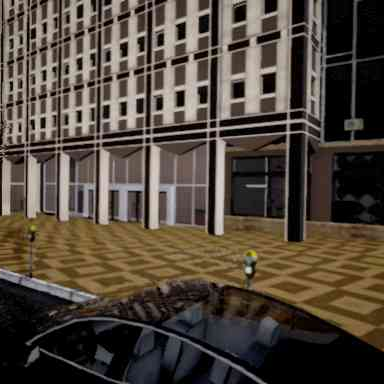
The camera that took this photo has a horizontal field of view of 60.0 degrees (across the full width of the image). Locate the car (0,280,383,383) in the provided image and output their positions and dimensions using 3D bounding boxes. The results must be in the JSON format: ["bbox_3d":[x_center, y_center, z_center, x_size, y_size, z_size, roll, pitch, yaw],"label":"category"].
[{"bbox_3d":[-0.300,1.558,3.075,4.313,1.339,1.947,0,1,35],"label":"car"}]
